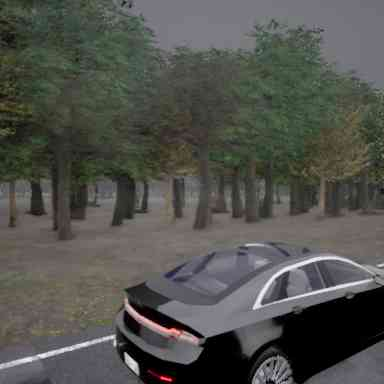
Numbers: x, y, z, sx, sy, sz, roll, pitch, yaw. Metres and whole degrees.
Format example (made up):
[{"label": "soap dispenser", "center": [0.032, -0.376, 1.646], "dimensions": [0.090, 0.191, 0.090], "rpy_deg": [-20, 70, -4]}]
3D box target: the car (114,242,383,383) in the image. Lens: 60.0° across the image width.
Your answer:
[{"label": "car", "center": [1.373, 1.486, 4.722], "dimensions": [4.902, 1.511, 2.128], "rpy_deg": [0, 0, -35]}]
